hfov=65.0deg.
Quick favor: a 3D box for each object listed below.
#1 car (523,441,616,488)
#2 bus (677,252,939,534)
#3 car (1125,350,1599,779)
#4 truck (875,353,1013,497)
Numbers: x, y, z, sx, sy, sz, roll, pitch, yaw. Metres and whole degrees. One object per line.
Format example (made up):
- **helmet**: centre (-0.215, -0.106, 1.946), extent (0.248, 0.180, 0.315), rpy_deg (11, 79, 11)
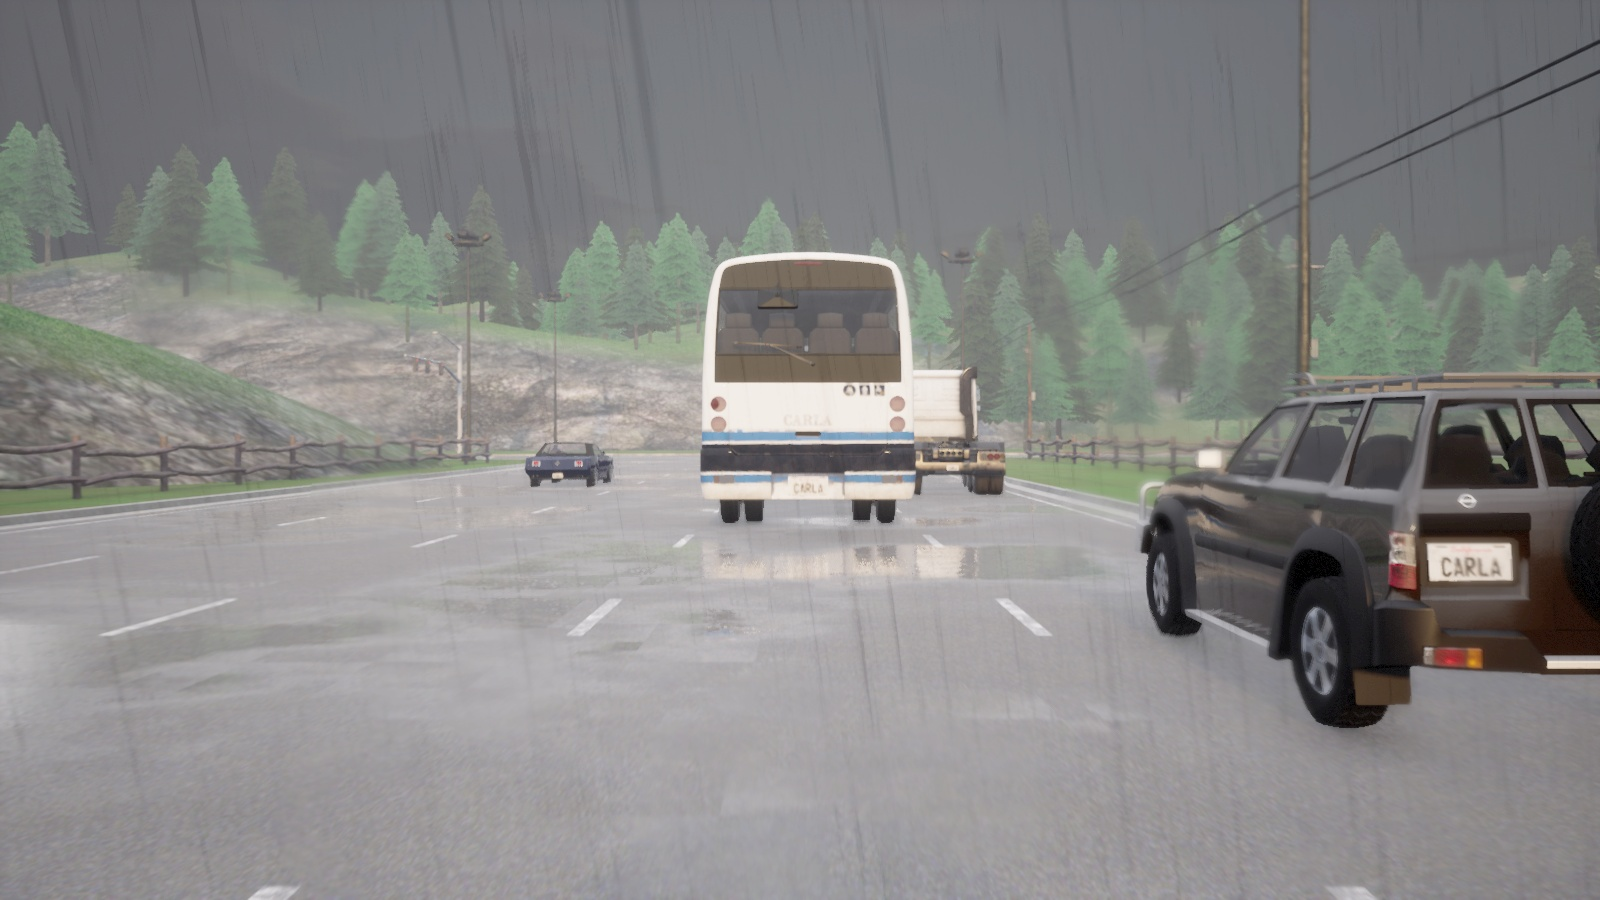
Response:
- **car**: centre (-6.778, 0.388, 37.406), extent (1.895, 1.301, 4.718), rpy_deg (0, 1, 0)
- **bus**: centre (0.150, -0.922, 24.085), extent (3.944, 4.253, 10.273), rpy_deg (0, 1, 0)
- **car**: centre (3.558, 0.471, 7.733), extent (1.932, 1.855, 4.605), rpy_deg (0, 1, 0)
- **truck**: centre (3.706, -0.647, 34.198), extent (2.891, 3.462, 7.936), rpy_deg (0, 1, 0)
